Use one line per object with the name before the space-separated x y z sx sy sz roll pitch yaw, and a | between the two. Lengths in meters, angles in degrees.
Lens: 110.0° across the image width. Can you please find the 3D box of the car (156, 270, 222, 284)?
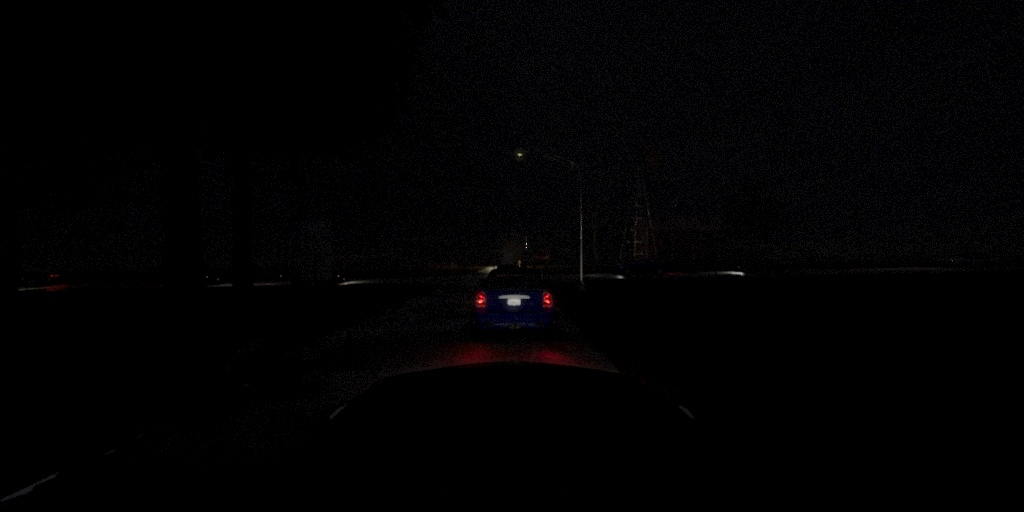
car | -28.358 1.831 31.582 4.902 1.511 2.128 -1 1 0

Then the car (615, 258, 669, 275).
car | 12.462 0.996 34.556 5.008 1.535 1.882 -1 1 0

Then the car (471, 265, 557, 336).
car | 0.049 1.109 10.579 2.097 1.767 4.553 0 0 0

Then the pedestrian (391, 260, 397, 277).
pedestrian | -12.363 1.270 37.564 0.375 1.860 0.375 0 2 0

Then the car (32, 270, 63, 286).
car | -46.267 2.115 34.445 4.892 1.490 1.837 -1 1 2

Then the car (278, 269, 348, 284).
car | -17.466 1.687 31.592 5.357 1.411 2.033 -1 1 0

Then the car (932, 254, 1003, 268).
car | 43.732 0.479 34.534 4.718 1.301 1.895 -1 1 1

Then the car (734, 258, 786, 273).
car | 23.855 0.854 34.578 4.181 1.385 1.994 -1 1 -1

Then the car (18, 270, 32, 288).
car | -46.359 2.134 31.612 5.008 1.535 1.882 -1 1 0
